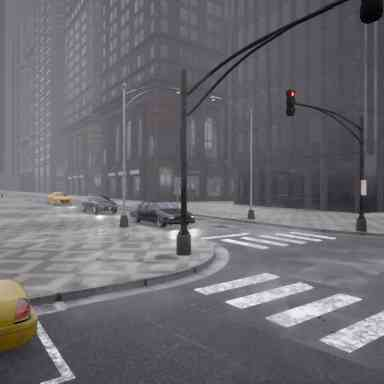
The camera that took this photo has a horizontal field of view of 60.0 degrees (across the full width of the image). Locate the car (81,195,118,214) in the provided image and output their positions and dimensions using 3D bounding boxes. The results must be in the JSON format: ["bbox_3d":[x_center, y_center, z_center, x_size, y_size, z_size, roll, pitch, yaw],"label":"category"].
[{"bbox_3d":[-7.984,1.005,28.479,1.837,1.490,4.892,0,1,-36],"label":"car"}]

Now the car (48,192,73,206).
[{"bbox_3d":[-15.401,0.753,38.754,1.882,1.535,5.008,0,1,-36],"label":"car"}]

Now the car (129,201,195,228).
[{"bbox_3d":[-2.001,1.237,20.207,2.033,1.411,5.357,0,1,-36],"label":"car"}]

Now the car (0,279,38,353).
[{"bbox_3d":[-4.347,1.525,3.543,4.829,1.417,1.752,0,0,-36],"label":"car"}]
